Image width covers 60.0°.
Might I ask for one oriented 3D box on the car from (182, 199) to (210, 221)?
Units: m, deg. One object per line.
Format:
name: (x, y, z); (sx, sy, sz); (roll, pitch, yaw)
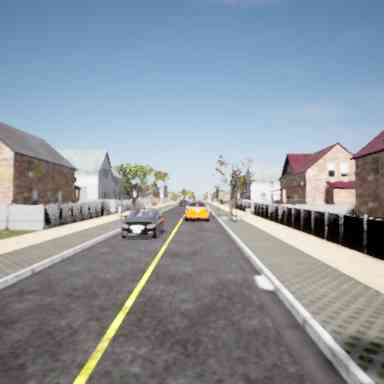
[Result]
car: (0.506, 1.626, 30.102); (2.097, 1.767, 4.553); (0, -1, 1)

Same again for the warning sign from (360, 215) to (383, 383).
warning sign: (2.522, 1.158, 3.117); (1.300, 1.860, 1.060); (-1, -2, 1)

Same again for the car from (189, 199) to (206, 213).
car: (0.736, 1.795, 44.717); (2.097, 1.767, 4.553); (0, -1, 1)

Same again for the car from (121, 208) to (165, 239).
car: (-2.578, 1.628, 18.271); (2.128, 1.511, 4.902); (0, 0, 1)

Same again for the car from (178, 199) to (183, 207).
car: (-1.710, 2.260, 67.687); (1.837, 1.490, 4.892); (0, 0, 1)
